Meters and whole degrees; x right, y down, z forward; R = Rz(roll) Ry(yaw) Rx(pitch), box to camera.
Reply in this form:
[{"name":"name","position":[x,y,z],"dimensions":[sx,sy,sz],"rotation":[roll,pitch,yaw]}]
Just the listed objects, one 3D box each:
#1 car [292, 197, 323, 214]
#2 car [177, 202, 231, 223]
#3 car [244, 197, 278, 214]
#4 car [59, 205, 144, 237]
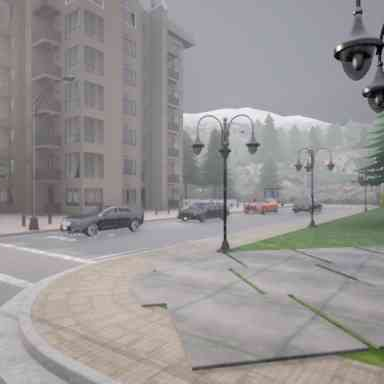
[{"name":"car","position":[12.319,1.527,35.251],"dimensions":[2.033,1.411,5.357],"rotation":[0,0,36]},{"name":"car","position":[1.070,1.525,26.106],"dimensions":[2.033,1.411,5.357],"rotation":[0,0,35]},{"name":"car","position":[7.151,1.330,34.398],"dimensions":[2.097,1.767,4.553],"rotation":[0,0,37]},{"name":"car","position":[-4.739,1.469,18.136],"dimensions":[2.128,1.511,4.902],"rotation":[0,0,36]}]
